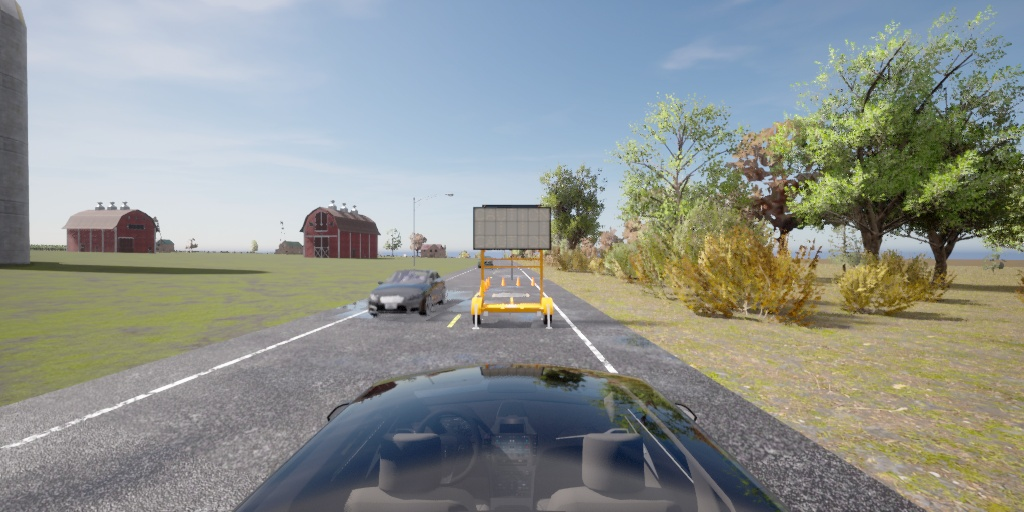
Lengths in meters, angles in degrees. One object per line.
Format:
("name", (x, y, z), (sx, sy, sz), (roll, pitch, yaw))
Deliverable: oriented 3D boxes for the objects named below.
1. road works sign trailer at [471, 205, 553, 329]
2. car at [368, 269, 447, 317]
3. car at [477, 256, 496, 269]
("road works sign trailer", (0.000, 0.213, 11.192), (2.380, 3.560, 2.880), (0, 0, 0))
("car", (-3.632, 1.240, 13.194), (2.128, 1.511, 4.902), (0, 0, 0))
("car", (-4.107, 0.972, 55.487), (2.150, 2.045, 5.566), (0, 0, -1))
